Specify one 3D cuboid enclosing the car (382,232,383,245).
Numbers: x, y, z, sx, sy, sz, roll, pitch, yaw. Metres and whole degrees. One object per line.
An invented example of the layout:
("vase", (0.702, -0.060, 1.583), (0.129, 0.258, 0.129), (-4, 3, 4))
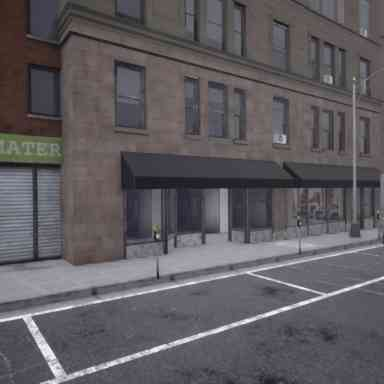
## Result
("car", (9.291, 1.540, 13.207), (4.507, 1.381, 1.887), (0, -1, -36))
